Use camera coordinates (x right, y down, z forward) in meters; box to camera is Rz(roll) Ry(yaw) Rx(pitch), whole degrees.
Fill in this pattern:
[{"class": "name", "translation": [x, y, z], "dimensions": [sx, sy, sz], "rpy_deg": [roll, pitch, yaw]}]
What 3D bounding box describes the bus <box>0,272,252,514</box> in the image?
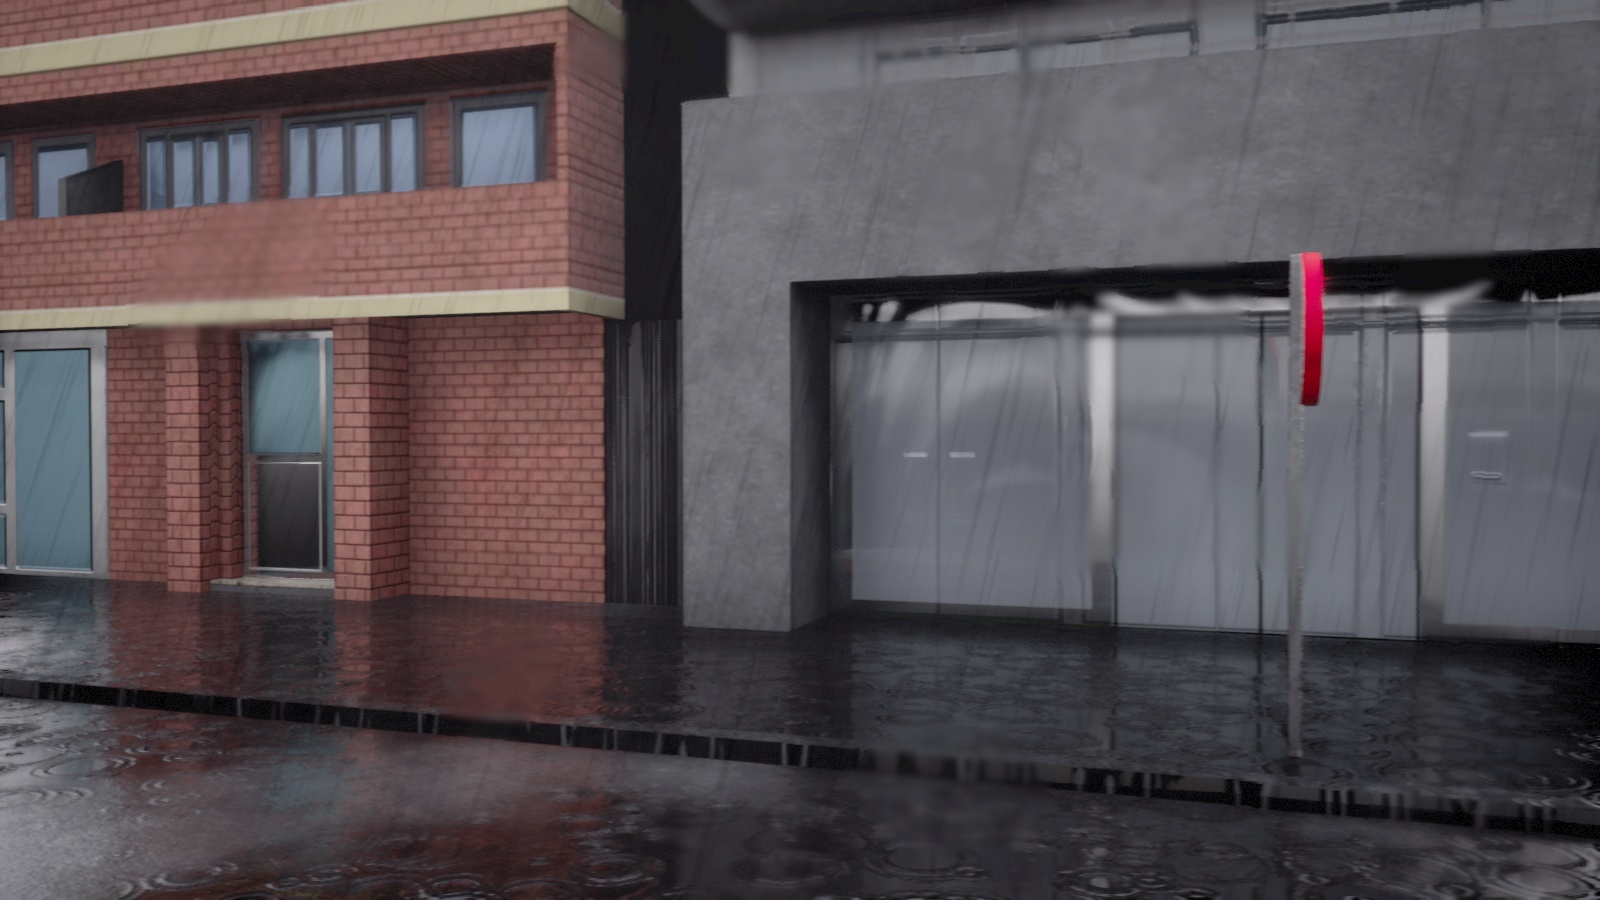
[{"class": "bus", "translation": [-15.625, -1.032, 23.539], "dimensions": [3.944, 4.253, 10.273], "rpy_deg": [1, 1, 18]}]
